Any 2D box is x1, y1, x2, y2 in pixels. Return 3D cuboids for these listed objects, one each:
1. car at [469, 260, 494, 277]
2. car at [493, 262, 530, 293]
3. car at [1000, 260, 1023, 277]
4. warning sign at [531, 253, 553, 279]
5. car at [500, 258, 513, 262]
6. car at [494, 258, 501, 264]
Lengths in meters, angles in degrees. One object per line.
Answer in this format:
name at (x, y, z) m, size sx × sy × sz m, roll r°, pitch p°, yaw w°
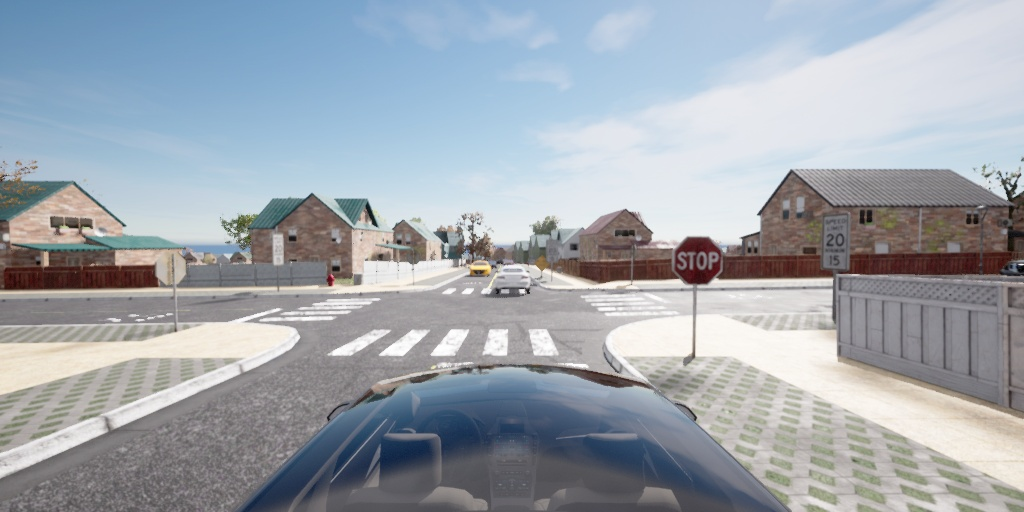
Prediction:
car at (-3.108, 1.236, 35.542) m, size 1.882 × 1.535 × 5.008 m, roll 0°, pitch 0°, yaw -1°
car at (0.035, 1.261, 20.416) m, size 1.812 × 1.442 × 4.674 m, roll 0°, pitch 0°, yaw -1°
car at (25.445, 0.500, 15.852) m, size 5.566 × 2.045 × 2.150 m, roll -1°, pitch 2°, yaw 0°
warning sign at (2.362, 0.859, 28.592) m, size 1.300 × 1.860 × 1.060 m, roll 0°, pitch 0°, yaw -1°
car at (-0.538, 1.374, 57.883) m, size 1.812 × 1.442 × 4.674 m, roll 0°, pitch 0°, yaw 0°
car at (-3.386, 1.406, 59.189) m, size 2.033 × 1.411 × 5.357 m, roll 0°, pitch 0°, yaw 0°
